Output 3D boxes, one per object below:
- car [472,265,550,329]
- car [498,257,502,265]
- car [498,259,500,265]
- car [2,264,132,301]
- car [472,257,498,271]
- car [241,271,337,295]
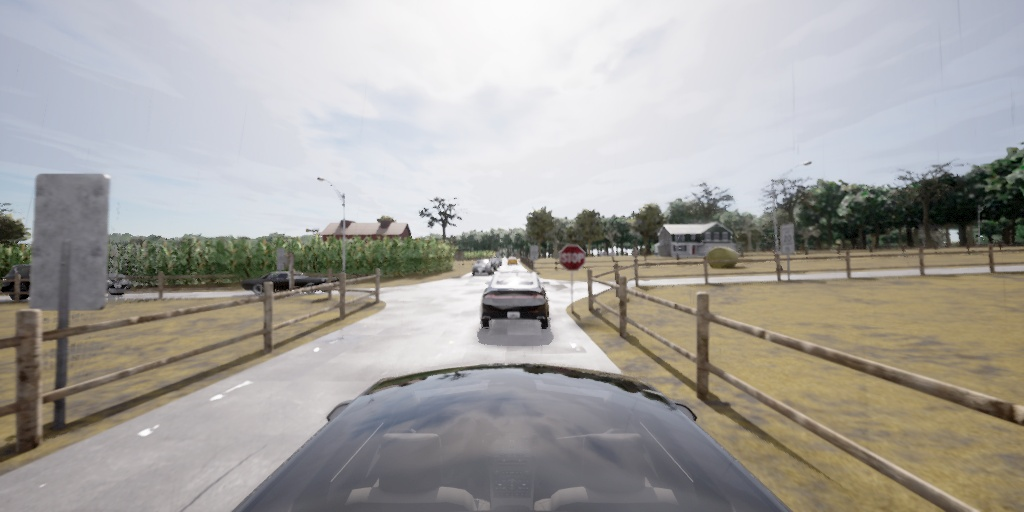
[{"bbox_3d":[0.162,1.216,11.180,2.128,1.511,4.902,0,0,3],"label":"car"},{"bbox_3d":[-2.838,1.083,54.648,1.812,1.442,4.674,0,0,0],"label":"car"},{"bbox_3d":[-2.844,1.194,45.457,1.895,1.301,4.718,0,0,0],"label":"car"},{"bbox_3d":[-25.742,1.451,20.855,5.566,2.045,2.150,-1,-2,-1],"label":"car"},{"bbox_3d":[-2.892,1.122,36.263,2.128,1.511,4.902,0,0,1],"label":"car"},{"bbox_3d":[-12.749,1.549,20.860,4.718,1.301,1.895,-1,-2,0],"label":"car"}]
